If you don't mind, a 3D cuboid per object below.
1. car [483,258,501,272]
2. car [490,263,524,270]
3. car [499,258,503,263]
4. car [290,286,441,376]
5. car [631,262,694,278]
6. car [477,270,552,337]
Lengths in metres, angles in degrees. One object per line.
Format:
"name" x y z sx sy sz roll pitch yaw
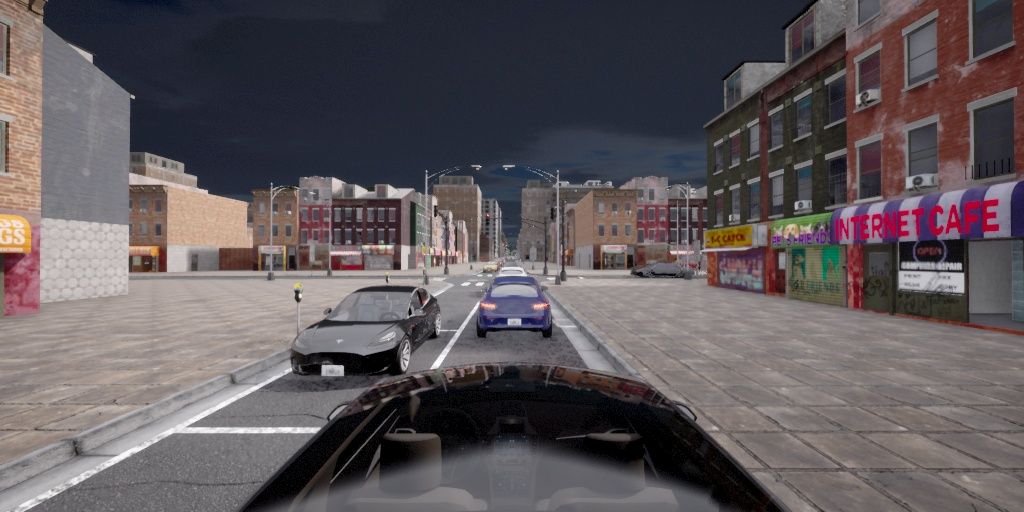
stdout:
"car" -2.707 1.322 45.058 1.751 1.417 4.829 0 0 0
"car" -0.010 1.284 19.275 1.812 1.442 4.674 0 0 0
"car" -2.717 1.355 50.833 1.888 1.381 4.507 0 0 0
"car" -2.647 1.317 7.459 1.948 1.339 4.313 0 0 0
"car" 13.820 1.301 33.069 5.357 1.411 2.033 0 0 0
"car" 0.065 1.278 10.141 1.812 1.442 4.674 0 0 0
